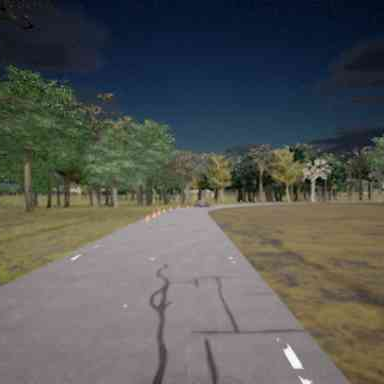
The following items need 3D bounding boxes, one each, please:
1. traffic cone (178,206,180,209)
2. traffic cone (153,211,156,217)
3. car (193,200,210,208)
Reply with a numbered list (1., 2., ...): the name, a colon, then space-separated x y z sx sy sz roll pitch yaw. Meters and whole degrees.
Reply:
1. traffic cone: -2.158 2.498 54.434 0.340 0.580 0.340 0 -1 14
2. traffic cone: -3.841 2.265 33.978 0.340 0.580 0.340 0 -1 0
3. car: 1.725 2.175 60.077 1.994 1.385 4.181 0 -1 21
